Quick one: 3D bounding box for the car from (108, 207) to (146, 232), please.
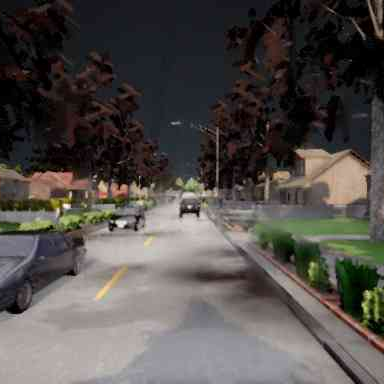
[{"bbox_3d":[-4.278,1.787,22.419,2.128,1.511,4.902,0,-1,0],"label":"car"}]

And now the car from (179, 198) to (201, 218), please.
[{"bbox_3d":[-0.240,1.701,36.522,2.150,2.045,5.566,0,-1,0],"label":"car"}]

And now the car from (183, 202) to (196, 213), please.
[{"bbox_3d":[-0.355,2.139,46.809,1.812,1.442,4.674,0,-1,0],"label":"car"}]

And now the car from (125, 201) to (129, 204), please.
[{"bbox_3d":[-17.313,2.330,76.204,5.357,1.415,2.033,0,-1,-1],"label":"car"}]

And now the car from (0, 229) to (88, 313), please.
[{"bbox_3d":[-4.158,1.658,8.148,2.033,1.411,5.357,0,-1,0],"label":"car"}]
